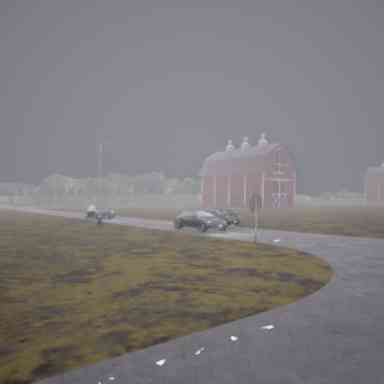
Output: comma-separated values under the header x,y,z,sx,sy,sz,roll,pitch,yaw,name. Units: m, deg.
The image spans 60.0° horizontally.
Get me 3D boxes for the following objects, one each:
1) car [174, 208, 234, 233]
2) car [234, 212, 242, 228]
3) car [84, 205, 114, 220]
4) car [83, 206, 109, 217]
x,y,z,sx,sy,sz,roll,pitch,yaw,name
0.454,1.954,23.060,1.812,1.442,4.674,1,-2,-36,car
1.765,2.022,26.190,2.128,1.511,4.902,1,-2,-35,car
-10.715,2.252,38.628,2.097,1.767,4.553,1,-2,-36,car
-13.914,2.733,48.020,2.033,1.411,5.357,1,-2,-35,car
